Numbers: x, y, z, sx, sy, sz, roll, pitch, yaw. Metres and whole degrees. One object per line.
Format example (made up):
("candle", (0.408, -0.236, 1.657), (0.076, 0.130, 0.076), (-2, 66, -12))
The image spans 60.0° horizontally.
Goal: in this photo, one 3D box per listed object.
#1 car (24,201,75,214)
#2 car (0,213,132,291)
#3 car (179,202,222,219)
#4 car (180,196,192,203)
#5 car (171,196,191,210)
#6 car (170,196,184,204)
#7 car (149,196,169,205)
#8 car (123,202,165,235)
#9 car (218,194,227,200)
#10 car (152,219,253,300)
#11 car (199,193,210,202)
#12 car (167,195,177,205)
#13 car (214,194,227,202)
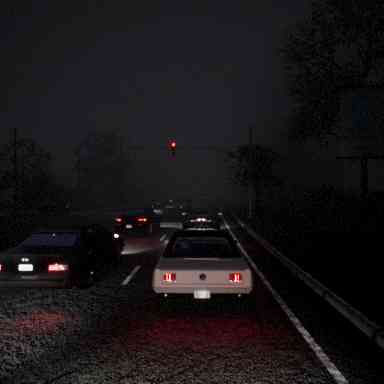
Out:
("car", (-14.949, 1.601, 35.106), (4.718, 1.301, 1.895), (0, 0, 2))
("car", (-3.261, 1.547, 9.115), (2.033, 1.411, 5.357), (0, 0, 1))
("car", (0.513, 1.505, 17.580), (1.837, 1.490, 4.892), (0, 0, 2))
("car", (-1.379, 1.552, 72.976), (1.994, 1.385, 4.181), (0, 0, 8))
("car", (-1.068, 1.601, 42.970), (1.895, 1.301, 4.718), (0, 0, 7))
("car", (-2.808, 1.505, 63.019), (1.837, 1.490, 4.892), (0, 0, 8))
("car", (-4.853, 1.601, 45.180), (1.895, 1.301, 4.718), (0, 0, 5))
("car", (-2.949, 1.526, 18.693), (1.812, 1.442, 4.674), (0, 0, 4))
("car", (7.936, 1.346, 86.342), (1.882, 1.535, 5.008), (0, 0, 11))
("car", (0.228, 1.601, 8.355), (1.895, 1.301, 4.718), (0, 0, 1))
("car", (2.956, 1.225, 78.023), (2.150, 2.045, 5.566), (0, 0, 9))
("car", (-3.918, 1.352, 54.101), (2.097, 1.767, 4.553), (0, 0, 7))
("car", (6.277, 1.548, 76.636), (1.994, 1.385, 4.181), (0, 0, 9))
